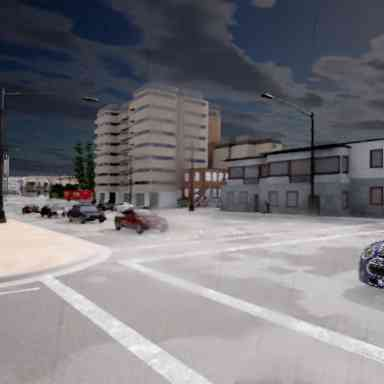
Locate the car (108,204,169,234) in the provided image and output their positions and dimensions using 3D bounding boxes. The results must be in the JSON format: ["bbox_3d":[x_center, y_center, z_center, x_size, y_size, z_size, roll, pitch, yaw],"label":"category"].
[{"bbox_3d":[-3.273,1.715,20.633,1.812,1.442,4.674,1,-1,-37],"label":"car"}]

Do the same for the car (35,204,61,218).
[{"bbox_3d":[-15.201,2.047,36.506,2.128,1.511,4.902,1,-2,-37],"label":"car"}]

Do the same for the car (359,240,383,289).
[{"bbox_3d":[6.246,1.470,8.463,4.553,1.767,2.097,1,-1,-36],"label":"car"}]

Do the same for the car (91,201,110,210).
[{"bbox_3d":[-17.197,2.555,62.602,1.812,1.442,4.674,1,-1,-37],"label":"car"}]

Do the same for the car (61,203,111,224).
[{"bbox_3d":[-9.088,1.885,28.357,2.033,1.411,5.357,1,-2,-37],"label":"car"}]

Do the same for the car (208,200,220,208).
[{"bbox_3d":[4.592,2.125,59.384,1.970,1.475,3.806,1,-2,-37],"label":"car"}]

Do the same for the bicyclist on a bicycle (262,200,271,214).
[{"bbox_3d":[8.553,1.770,38.145,1.656,1.620,0.582,0,-1,-37],"label":"bicyclist on a bicycle"}]

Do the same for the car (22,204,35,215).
[{"bbox_3d":[-21.890,2.355,45.472,1.994,1.385,4.181,1,-1,-36],"label":"car"}]
